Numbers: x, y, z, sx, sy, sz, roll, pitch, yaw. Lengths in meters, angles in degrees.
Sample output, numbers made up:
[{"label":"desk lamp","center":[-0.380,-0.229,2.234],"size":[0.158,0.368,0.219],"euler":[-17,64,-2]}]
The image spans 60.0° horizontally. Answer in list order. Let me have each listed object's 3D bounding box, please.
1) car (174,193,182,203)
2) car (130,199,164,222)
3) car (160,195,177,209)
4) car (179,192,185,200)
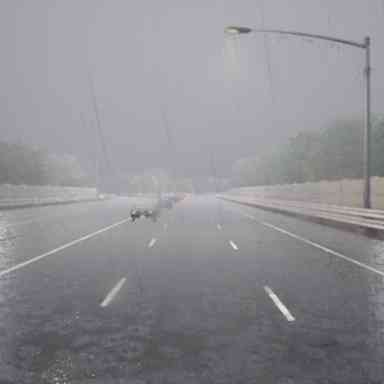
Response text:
[{"label":"car","center":[-3.511,1.444,68.286],"size":[1.837,1.490,4.892],"euler":[0,0,0]},{"label":"car","center":[-3.504,1.461,25.866],"size":[1.895,1.301,4.718],"euler":[0,0,0]},{"label":"car","center":[-3.507,1.455,43.650],"size":[2.128,1.511,4.902],"euler":[0,0,0]},{"label":"car","center":[-3.514,1.143,87.040],"size":[2.150,2.045,5.566],"euler":[0,0,0]}]
